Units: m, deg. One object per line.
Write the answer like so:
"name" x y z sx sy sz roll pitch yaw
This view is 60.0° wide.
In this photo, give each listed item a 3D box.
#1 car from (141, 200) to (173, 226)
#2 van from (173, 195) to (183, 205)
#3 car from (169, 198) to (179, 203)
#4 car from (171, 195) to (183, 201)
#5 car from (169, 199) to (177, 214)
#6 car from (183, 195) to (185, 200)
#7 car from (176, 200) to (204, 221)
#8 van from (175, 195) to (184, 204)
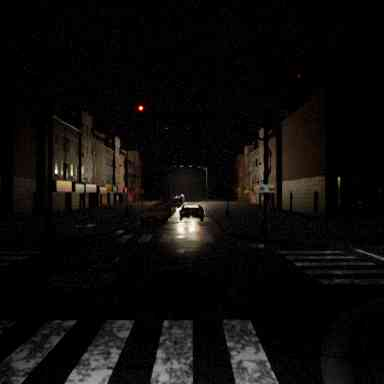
"car" -2.616 1.535 23.867 1.752 1.417 4.829 0 0 0
"van" -2.585 1.427 63.275 1.690 1.788 3.998 0 0 0
"car" -2.608 1.606 35.247 1.802 1.307 4.206 0 0 0
"car" -2.599 1.485 46.458 1.967 1.590 4.097 0 0 0
"car" -2.612 1.561 29.642 1.887 1.381 4.507 0 0 0
"car" -2.594 1.498 52.063 1.967 1.590 4.097 0 0 0
"car" 0.013 1.614 27.659 1.895 1.301 4.718 0 0 1
"van" -2.581 1.442 68.880 1.690 1.788 3.998 0 0 0
